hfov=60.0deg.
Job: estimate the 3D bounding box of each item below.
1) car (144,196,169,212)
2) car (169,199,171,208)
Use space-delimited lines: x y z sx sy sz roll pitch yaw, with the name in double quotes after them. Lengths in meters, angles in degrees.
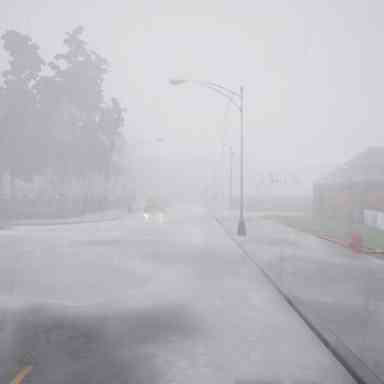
-4.183 1.352 37.909 2.097 1.767 4.553 0 0 0 "car"
-4.185 1.352 48.161 2.097 1.767 4.553 0 0 0 "car"
